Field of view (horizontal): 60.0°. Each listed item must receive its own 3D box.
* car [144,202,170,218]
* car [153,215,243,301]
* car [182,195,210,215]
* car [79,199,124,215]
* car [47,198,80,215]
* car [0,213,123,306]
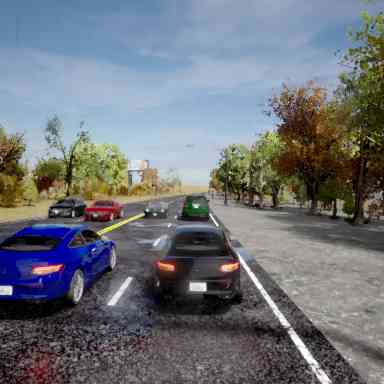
[{"bbox_3d":[-2.927,1.522,28.858,1.895,1.301,4.718,2,0,1],"label":"car"},{"bbox_3d":[0.156,1.531,8.240,1.812,1.442,4.674,0,0,1],"label":"car"},{"bbox_3d":[0.319,1.224,28.066,2.150,2.045,5.566,1,0,0],"label":"car"},{"bbox_3d":[-6.413,1.295,24.689,1.882,1.535,5.008,2,0,1],"label":"car"},{"bbox_3d":[-9.649,1.222,26.231,1.837,1.490,4.892,2,0,1],"label":"car"},{"bbox_3d":[-3.092,1.453,7.777,1.812,1.442,4.674,2,0,0],"label":"car"}]
